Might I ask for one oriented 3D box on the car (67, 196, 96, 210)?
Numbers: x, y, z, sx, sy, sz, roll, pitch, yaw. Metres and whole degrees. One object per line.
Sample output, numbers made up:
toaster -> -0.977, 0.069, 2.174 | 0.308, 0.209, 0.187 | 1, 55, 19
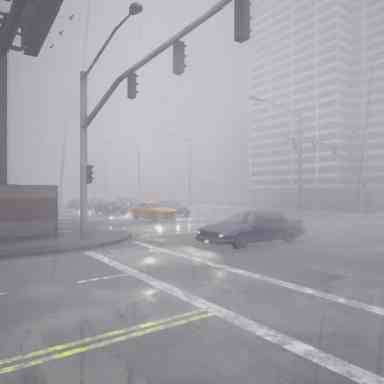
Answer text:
car -> -14.508, 1.547, 42.720 | 2.033, 1.411, 5.357 | 0, 0, -35

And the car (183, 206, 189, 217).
car -> -2.048, 1.526, 31.124 | 1.812, 1.442, 4.674 | 0, 0, -35

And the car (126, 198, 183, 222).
car -> -3.105, 1.478, 26.550 | 1.882, 1.535, 5.008 | 0, 0, -35

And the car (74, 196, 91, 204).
car -> -21.520, 1.526, 65.122 | 1.812, 1.442, 4.674 | 0, 0, -35

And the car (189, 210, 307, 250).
car -> 2.741, 1.547, 14.551 | 5.357, 1.411, 2.033 | 0, 0, -36

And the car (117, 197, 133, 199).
car -> -7.596, 1.352, 38.992 | 2.097, 1.767, 4.553 | 0, 0, -35

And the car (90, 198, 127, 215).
car -> -8.488, 1.601, 34.177 | 1.895, 1.301, 4.718 | 0, 0, -35
